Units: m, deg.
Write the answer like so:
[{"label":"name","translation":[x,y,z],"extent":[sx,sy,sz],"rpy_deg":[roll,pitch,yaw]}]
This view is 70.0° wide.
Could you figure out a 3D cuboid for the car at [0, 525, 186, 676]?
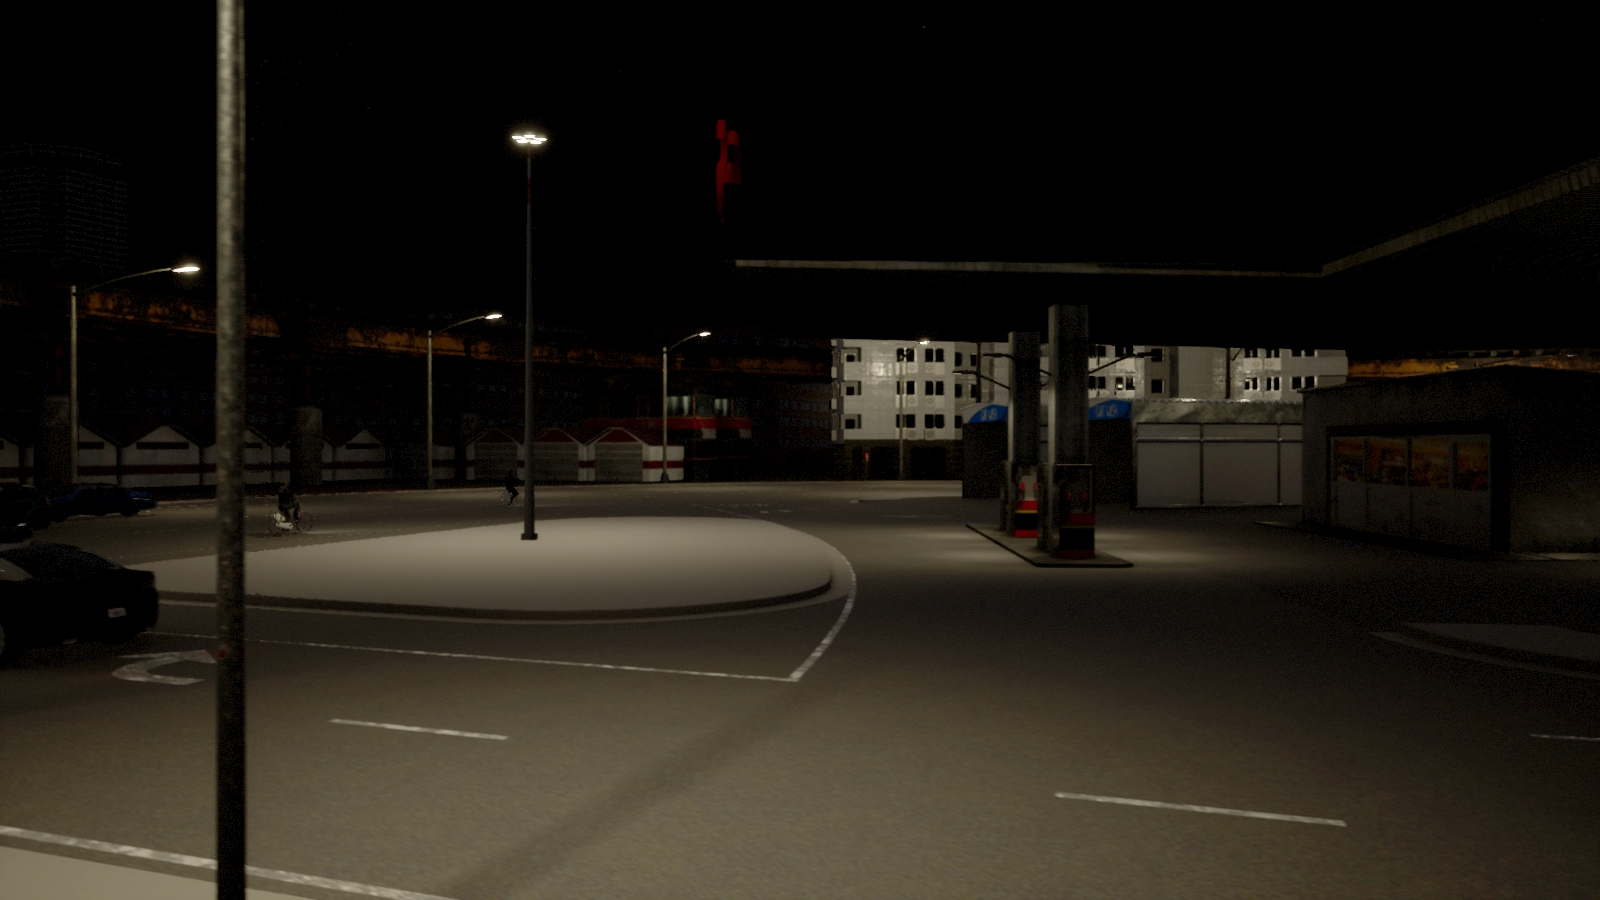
[{"label":"car","translation":[-11.371,1.945,15.818],"extent":[5.238,1.638,2.097],"rpy_deg":[0,0,20]}]

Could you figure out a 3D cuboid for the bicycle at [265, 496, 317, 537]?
[{"label":"bicycle","translation":[-16.254,2.114,36.504],"extent":[0.329,1.196,1.835],"rpy_deg":[0,0,20]}]

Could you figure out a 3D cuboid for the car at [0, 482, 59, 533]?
[{"label":"car","translation":[-27.014,1.914,37.691],"extent":[1.851,1.617,3.988],"rpy_deg":[0,0,20]}]
